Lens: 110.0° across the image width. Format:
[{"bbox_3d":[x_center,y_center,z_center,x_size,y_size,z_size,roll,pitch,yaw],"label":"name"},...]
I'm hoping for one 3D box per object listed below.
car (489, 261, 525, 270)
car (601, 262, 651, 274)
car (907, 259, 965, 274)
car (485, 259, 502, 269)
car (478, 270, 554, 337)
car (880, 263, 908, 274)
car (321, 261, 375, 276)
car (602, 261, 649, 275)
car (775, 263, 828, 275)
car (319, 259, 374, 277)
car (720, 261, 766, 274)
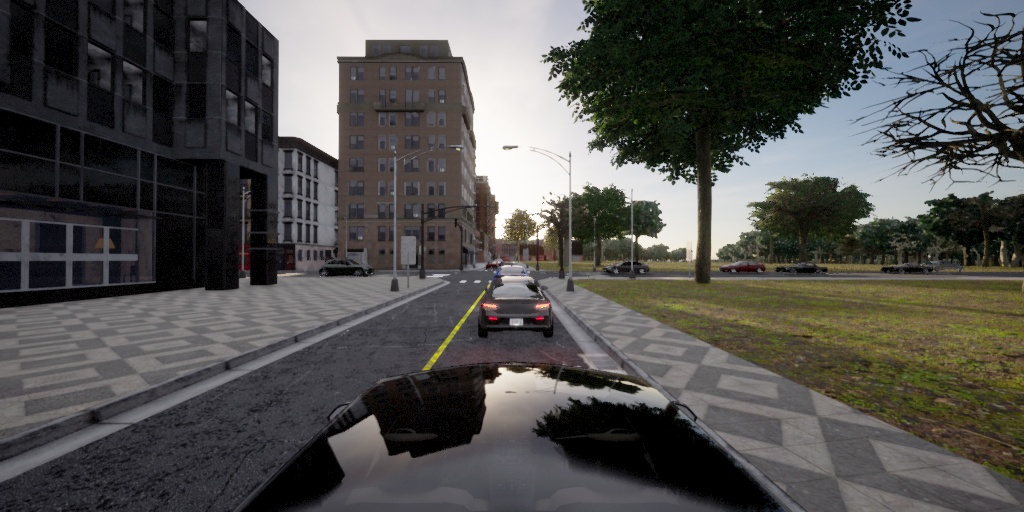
[{"bbox_3d":[-0.014,1.241,19.532,1.882,1.535,5.008,0,0,0],"label":"car"},{"bbox_3d":[13.721,1.400,43.384,5.357,1.411,2.033,0,-1,0],"label":"car"},{"bbox_3d":[47.818,1.036,40.202,4.181,1.385,1.994,0,-1,0],"label":"car"},{"bbox_3d":[-3.082,1.428,56.216,1.895,1.301,4.718,0,0,1],"label":"car"},{"bbox_3d":[0.076,1.280,10.143,1.812,1.442,4.674,0,0,-1],"label":"car"},{"bbox_3d":[47.771,1.509,43.447,4.718,1.301,1.895,0,-1,0],"label":"car"},{"bbox_3d":[-16.626,1.283,36.540,4.674,1.442,1.812,0,-1,-2],"label":"car"},{"bbox_3d":[12.800,1.318,40.139,4.892,1.490,1.837,-1,-1,-2],"label":"car"},{"bbox_3d":[32.368,1.440,40.216,4.718,1.301,1.895,0,-1,0],"label":"car"},{"bbox_3d":[-15.259,1.075,33.292,4.553,1.767,2.097,0,-1,0],"label":"car"},{"bbox_3d":[27.859,1.346,43.448,5.008,1.535,1.882,-1,-1,0],"label":"car"}]
